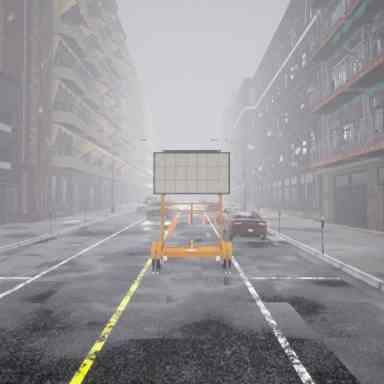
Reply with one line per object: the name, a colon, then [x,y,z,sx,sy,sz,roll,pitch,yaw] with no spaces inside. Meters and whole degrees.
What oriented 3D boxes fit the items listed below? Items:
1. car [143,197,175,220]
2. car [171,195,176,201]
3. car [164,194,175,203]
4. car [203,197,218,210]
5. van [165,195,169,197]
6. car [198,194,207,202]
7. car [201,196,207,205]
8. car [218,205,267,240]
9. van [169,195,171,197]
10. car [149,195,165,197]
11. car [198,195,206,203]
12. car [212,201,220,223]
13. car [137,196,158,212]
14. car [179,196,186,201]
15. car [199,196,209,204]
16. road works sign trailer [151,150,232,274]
car: [-2.841,1.521,29.271,1.882,1.535,5.008,0,0,0]
car: [-5.269,1.501,72.246,2.192,1.841,5.009,1,0,0]
car: [-5.267,1.525,77.776,2.192,1.841,5.009,1,0,0]
car: [2.596,1.613,38.997,1.887,1.381,4.507,1,0,0]
van: [-5.274,1.459,55.654,1.690,1.788,3.998,2,0,0]
car: [2.580,1.551,83.245,2.192,1.841,5.009,1,0,0]
car: [2.597,1.634,44.529,2.008,1.369,4.403,1,0,0]
car: [2.589,1.564,16.875,1.887,1.381,4.507,1,0,0]
van: [-5.273,1.480,61.186,1.690,1.788,3.998,1,0,0]
car: [-5.277,1.399,44.595,2.192,1.841,5.009,2,0,0]
car: [2.603,1.683,61.121,1.887,1.381,4.507,1,0,0]
car: [2.591,1.554,22.577,1.752,1.417,4.829,1,0,0]
car: [-5.284,1.593,38.893,1.752,1.417,4.829,2,0,0]
car: [-2.721,1.831,89.260,1.994,1.385,4.181,0,0,0]
car: [2.616,1.625,72.183,1.967,1.590,4.097,1,0,0]
road works sign trailer: [-0.007,0.474,10.557,2.380,3.560,2.880,0,0,0]
